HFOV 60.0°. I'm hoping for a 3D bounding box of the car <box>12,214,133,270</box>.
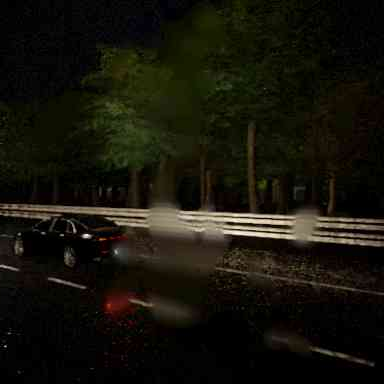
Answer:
[{"bbox_3d":[-4.127,1.514,11.119,4.892,1.490,1.837,0,0,36],"label":"car"}]
